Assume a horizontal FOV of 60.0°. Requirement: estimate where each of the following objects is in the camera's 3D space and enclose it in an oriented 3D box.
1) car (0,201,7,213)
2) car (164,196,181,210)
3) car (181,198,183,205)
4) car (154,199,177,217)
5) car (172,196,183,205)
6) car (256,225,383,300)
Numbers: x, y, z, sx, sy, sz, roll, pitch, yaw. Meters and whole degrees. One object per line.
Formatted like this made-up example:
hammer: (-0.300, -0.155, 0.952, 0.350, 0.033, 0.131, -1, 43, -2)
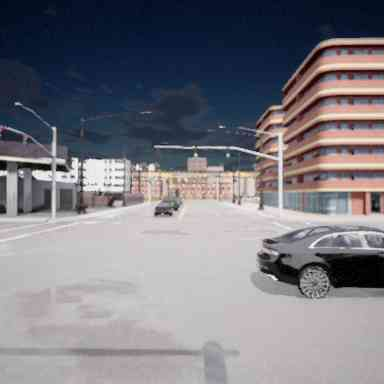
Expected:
car: (-23.857, 1.778, 38.741, 3.806, 1.475, 1.970, 0, 0, 1)
car: (-3.036, 1.595, 46.082, 2.150, 2.045, 5.566, 0, 0, 0)
car: (-3.047, 1.811, 56.717, 2.097, 1.767, 4.553, 0, 0, 0)
car: (-2.983, 1.838, 35.774, 2.033, 1.411, 5.357, 0, 0, -1)
car: (-3.051, 1.782, 71.323, 2.097, 1.767, 4.553, 0, 0, 0)
car: (4.013, 1.559, 7.946, 4.902, 1.511, 2.128, 0, 0, 1)
